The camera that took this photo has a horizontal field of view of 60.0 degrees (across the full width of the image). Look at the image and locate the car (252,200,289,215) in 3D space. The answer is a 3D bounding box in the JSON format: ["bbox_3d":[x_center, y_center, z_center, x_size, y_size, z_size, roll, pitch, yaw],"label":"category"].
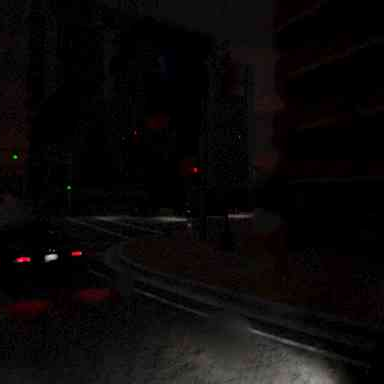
[{"bbox_3d":[9.423,1.665,36.107,4.902,1.511,2.128,0,0,-30],"label":"car"}]

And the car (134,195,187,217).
[{"bbox_3d":[-2.914,1.356,33.070,5.566,2.045,2.150,0,0,-30],"label":"car"}]

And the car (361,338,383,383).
[{"bbox_3d":[3.715,1.562,1.502,5.357,1.411,2.033,0,0,33],"label":"car"}]

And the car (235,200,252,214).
[{"bbox_3d":[5.681,1.674,37.997,4.892,1.490,1.837,0,0,-30],"label":"car"}]

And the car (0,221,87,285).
[{"bbox_3d":[-4.786,1.561,9.697,2.033,1.411,5.357,0,0,-37],"label":"car"}]

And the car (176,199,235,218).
[{"bbox_3d":[1.313,1.646,31.459,4.892,1.490,1.837,0,0,-30],"label":"car"}]

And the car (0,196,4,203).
[{"bbox_3d":[-43.003,1.622,74.133,2.033,1.411,5.357,0,0,-30],"label":"car"}]
